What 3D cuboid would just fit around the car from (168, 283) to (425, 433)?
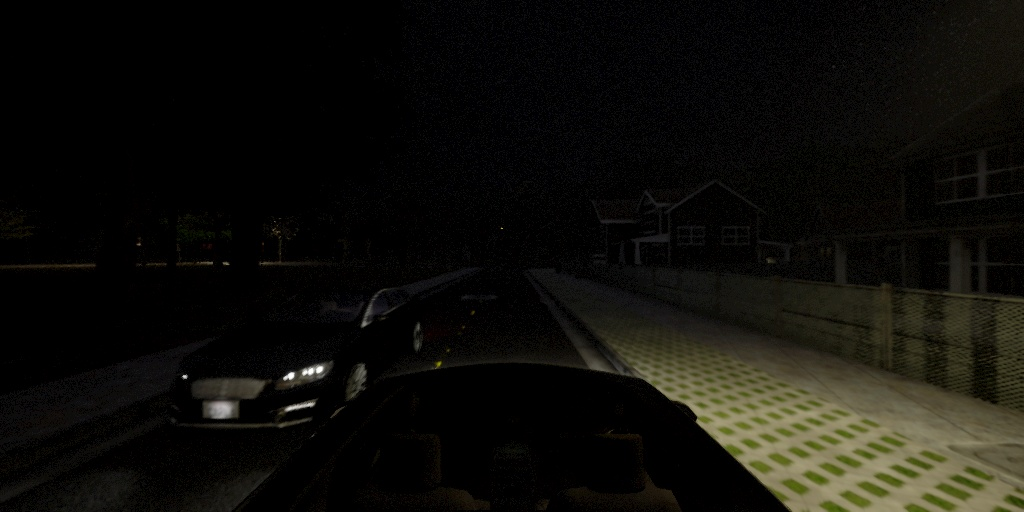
[{"bbox_3d":[-2.824,1.240,5.948,2.128,1.511,4.902,0,0,0],"label":"car"}]
